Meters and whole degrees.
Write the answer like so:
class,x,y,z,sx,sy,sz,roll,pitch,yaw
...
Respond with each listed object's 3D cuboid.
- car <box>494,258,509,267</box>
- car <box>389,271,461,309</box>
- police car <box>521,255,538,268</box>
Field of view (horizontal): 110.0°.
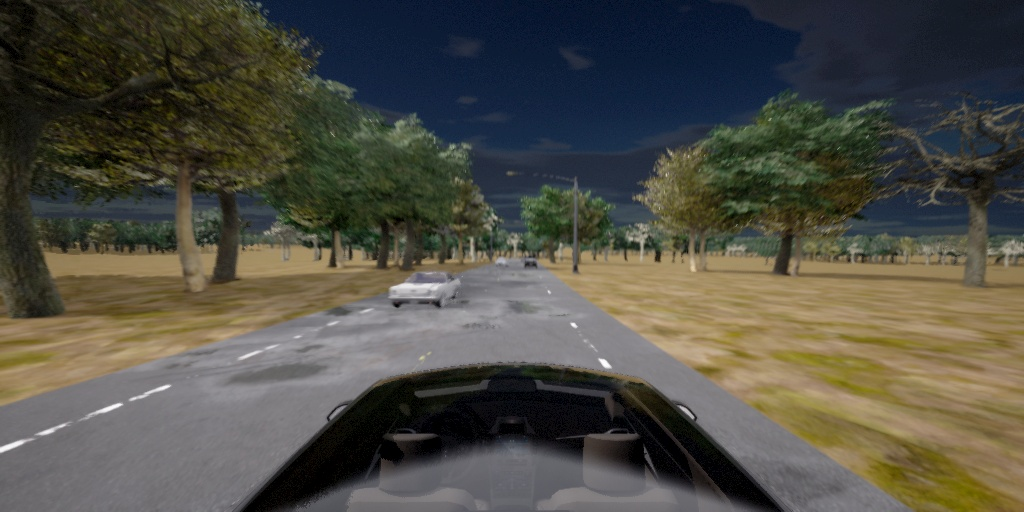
class,x,y,z,sx,sy,sz,roll,pitch,yaw
car,-1.632,0.976,57.160,1.812,1.442,4.674,1,0,3
car,-3.427,1.305,14.870,1.895,1.301,4.718,0,0,2
police car,2.768,0.934,53.260,1.930,1.638,5.238,0,1,3
